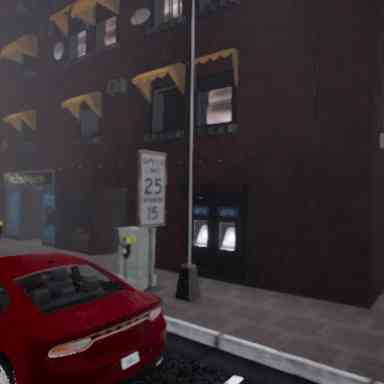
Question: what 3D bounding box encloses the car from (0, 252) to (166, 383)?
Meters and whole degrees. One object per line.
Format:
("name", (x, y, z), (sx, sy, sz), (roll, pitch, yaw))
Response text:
("car", (-2.386, 1.551, 4.711), (4.507, 1.381, 1.887), (0, 1, 38))
